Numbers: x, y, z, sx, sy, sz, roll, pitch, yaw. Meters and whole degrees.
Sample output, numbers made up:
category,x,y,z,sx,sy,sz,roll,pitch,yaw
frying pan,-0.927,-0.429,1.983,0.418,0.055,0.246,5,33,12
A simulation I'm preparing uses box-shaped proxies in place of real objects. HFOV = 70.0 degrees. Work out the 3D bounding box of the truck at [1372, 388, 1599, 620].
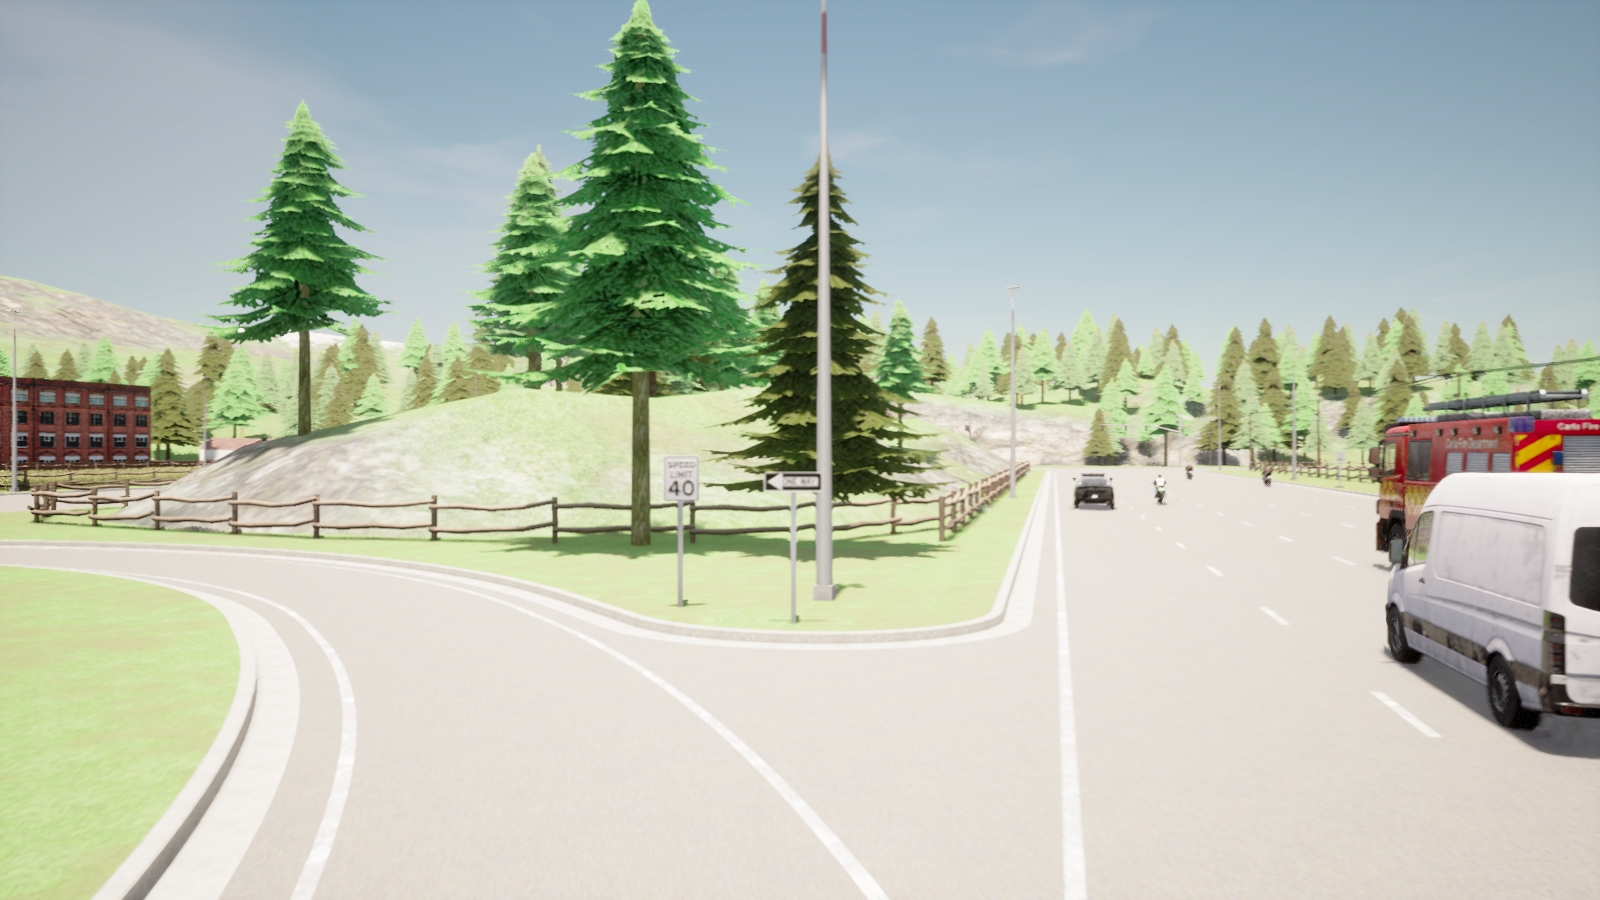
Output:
category,x,y,z,sx,sy,sz,roll,pitch,yaw
truck,14.197,0.885,22.918,2.891,3.827,8.468,0,0,12

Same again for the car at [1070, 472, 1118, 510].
category,x,y,z,sx,sy,sz,roll,pitch,yaw
car,14.396,1.977,56.126,2.097,1.638,5.238,0,0,13

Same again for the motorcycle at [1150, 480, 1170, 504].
category,x,y,z,sx,sy,sz,roll,pitch,yaw
motorcycle,18.683,2.178,59.281,0.803,1.199,2.033,0,0,13

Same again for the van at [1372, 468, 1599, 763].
category,x,y,z,sx,sy,sz,roll,pitch,yaw
van,8.414,1.531,13.040,1.988,2.561,5.915,0,0,13
